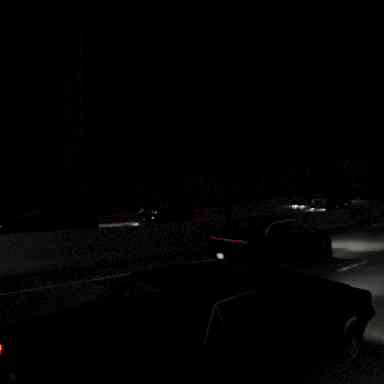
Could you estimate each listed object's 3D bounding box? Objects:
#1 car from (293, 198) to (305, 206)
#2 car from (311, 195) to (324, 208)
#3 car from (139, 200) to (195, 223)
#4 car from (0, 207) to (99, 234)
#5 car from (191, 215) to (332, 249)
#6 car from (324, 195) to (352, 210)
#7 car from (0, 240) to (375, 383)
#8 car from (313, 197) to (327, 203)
[{"bbox_3d":[19.487,1.814,60.370,1.994,1.385,4.181,0,0,19],"label":"car"},{"bbox_3d":[19.232,1.396,50.030,2.150,2.045,5.566,0,-1,25],"label":"car"},{"bbox_3d":[-1.890,1.399,25.643,2.097,1.767,4.553,0,0,44],"label":"car"},{"bbox_3d":[-7.150,1.502,16.346,5.008,1.535,1.882,0,0,-39],"label":"car"},{"bbox_3d":[2.597,1.504,10.520,4.902,1.511,2.128,0,0,-41],"label":"car"},{"bbox_3d":[17.308,1.327,38.809,2.150,2.045,5.566,0,0,31],"label":"car"},{"bbox_3d":[0.342,1.605,4.144,4.718,1.301,1.895,0,0,-37],"label":"car"},{"bbox_3d":[30.199,1.895,78.486,1.837,1.490,4.892,0,-1,7],"label":"car"}]
